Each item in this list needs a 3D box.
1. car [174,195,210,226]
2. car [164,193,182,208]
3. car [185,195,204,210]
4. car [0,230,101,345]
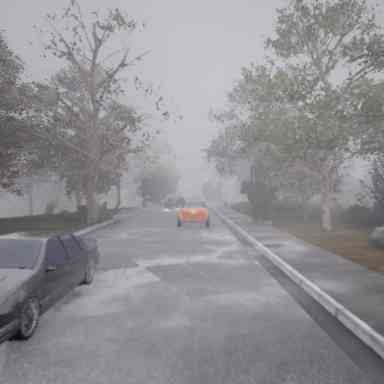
[{"bbox_3d":[0.095,1.322,23.299,2.097,1.767,4.553,0,0,0],"label":"car"},{"bbox_3d":[-2.520,1.172,47.836,2.150,2.045,5.566,-1,0,8],"label":"car"},{"bbox_3d":[0.376,1.291,41.636,2.097,1.767,4.553,0,0,3],"label":"car"},{"bbox_3d":[-3.352,1.538,6.725,2.033,1.411,5.357,0,0,0],"label":"car"}]
